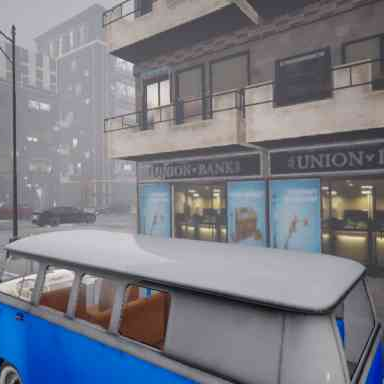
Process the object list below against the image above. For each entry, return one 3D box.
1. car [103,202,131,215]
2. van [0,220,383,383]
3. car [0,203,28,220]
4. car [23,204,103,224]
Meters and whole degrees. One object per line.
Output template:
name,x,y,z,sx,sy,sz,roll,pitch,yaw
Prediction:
car,-8.575,1.799,36.365,1.947,1.339,4.313,-2,-1,36
van,-0.399,1.342,3.144,3.998,1.788,1.690,0,-1,36
car,-15.252,1.609,27.280,1.967,1.590,4.097,-2,-1,36
car,-8.499,1.584,22.314,1.947,1.339,4.313,-2,-1,36
